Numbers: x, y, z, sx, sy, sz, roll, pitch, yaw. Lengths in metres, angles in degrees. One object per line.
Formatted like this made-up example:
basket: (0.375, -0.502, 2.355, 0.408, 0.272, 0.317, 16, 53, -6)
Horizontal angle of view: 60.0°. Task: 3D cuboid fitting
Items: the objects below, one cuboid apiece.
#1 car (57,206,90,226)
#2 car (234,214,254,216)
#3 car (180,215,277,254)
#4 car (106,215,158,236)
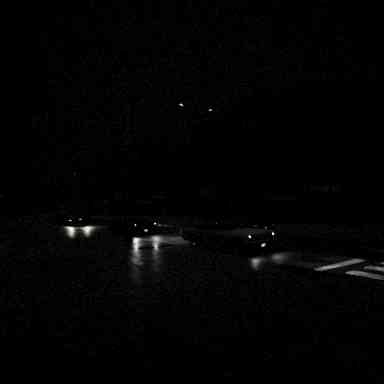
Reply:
car: (-12.578, 2.452, 34.979, 2.150, 2.045, 5.566, 0, -2, -35)
car: (2.623, 1.937, 18.844, 1.994, 1.385, 4.181, 0, -2, -36)
car: (1.545, 1.919, 15.290, 1.895, 1.301, 4.718, 0, -2, -38)
car: (-4.291, 2.269, 23.420, 1.895, 1.301, 4.718, 0, -2, -36)
